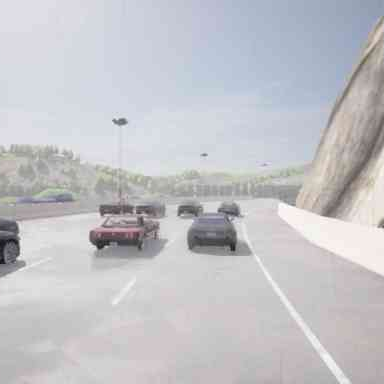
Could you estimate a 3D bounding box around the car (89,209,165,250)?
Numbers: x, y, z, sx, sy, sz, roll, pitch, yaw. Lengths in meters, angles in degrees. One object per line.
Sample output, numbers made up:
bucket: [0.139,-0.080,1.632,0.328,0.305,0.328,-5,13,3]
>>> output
car: [-2.644,1.607,14.295,1.895,1.301,4.718,0,0,5]

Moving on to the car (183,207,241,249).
car: [0.928,1.579,14.598,1.994,1.385,4.181,0,0,5]

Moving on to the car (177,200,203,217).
car: [-0.094,1.532,31.632,1.837,1.490,4.892,0,0,11]

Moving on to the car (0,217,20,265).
car: [-6.540,1.484,8.805,2.128,1.511,4.902,0,0,3]

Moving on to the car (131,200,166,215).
car: [-3.762,1.523,31.096,1.837,1.490,4.892,0,0,11]

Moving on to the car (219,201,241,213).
car: [3.683,1.601,32.587,1.994,1.385,4.181,0,0,12]

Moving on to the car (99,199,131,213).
car: [-7.139,1.488,32.059,1.882,1.535,5.008,0,0,11]

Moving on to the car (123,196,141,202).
car: [-14.264,1.572,79.124,1.895,1.301,4.718,0,0,24]

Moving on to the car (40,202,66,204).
car: [-16.415,1.217,39.919,2.150,2.045,5.566,0,0,13]
